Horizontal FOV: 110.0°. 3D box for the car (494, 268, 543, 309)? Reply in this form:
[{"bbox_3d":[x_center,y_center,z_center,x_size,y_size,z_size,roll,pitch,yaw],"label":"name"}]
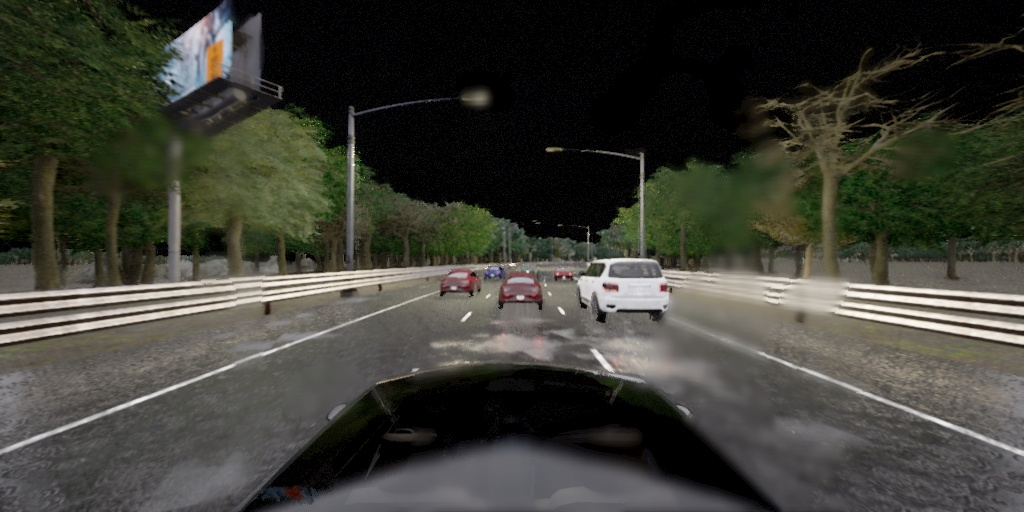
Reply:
[{"bbox_3d":[0.403,1.461,16.100,1.812,1.442,4.674,0,-1,2],"label":"car"}]

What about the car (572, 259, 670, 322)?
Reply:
[{"bbox_3d":[3.795,1.124,13.131,2.150,2.045,5.566,0,-1,2],"label":"car"}]

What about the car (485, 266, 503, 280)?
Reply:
[{"bbox_3d":[-1.758,1.737,37.491,1.812,1.442,4.674,0,-1,5],"label":"car"}]

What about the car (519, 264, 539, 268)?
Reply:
[{"bbox_3d":[1.692,1.558,36.656,2.097,1.767,4.553,0,-1,5],"label":"car"}]

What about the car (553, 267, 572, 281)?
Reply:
[{"bbox_3d":[5.197,1.813,36.733,1.895,1.301,4.718,0,-1,5],"label":"car"}]

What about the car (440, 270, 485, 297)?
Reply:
[{"bbox_3d":[-2.896,1.518,20.822,1.812,1.442,4.674,0,-1,3],"label":"car"}]
